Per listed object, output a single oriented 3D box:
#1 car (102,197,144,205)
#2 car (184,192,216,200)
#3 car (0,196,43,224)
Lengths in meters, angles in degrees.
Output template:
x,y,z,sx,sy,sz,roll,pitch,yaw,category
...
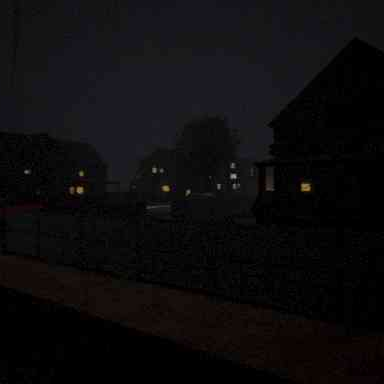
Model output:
x,y,z,sx,sy,sz,roll,pitch,yaw,category
-5.869,1.136,28.687,1.994,1.385,4.181,1,2,35,car
0.981,0.788,38.262,2.128,1.511,4.902,1,2,36,car
-11.635,1.159,20.593,2.097,1.767,4.553,1,2,36,car
